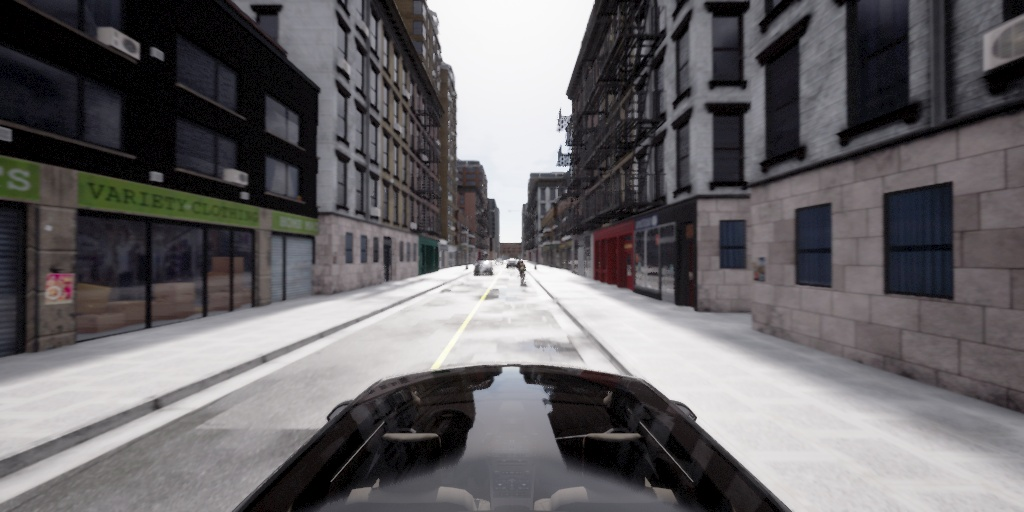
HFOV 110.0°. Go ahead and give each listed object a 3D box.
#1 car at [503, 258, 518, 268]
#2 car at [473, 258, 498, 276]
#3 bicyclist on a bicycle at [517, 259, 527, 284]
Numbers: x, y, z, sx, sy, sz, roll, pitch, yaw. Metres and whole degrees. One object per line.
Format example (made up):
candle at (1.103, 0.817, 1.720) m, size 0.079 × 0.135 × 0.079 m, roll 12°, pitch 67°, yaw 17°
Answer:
car at (0.058, 1.291, 57.483) m, size 1.895 × 1.301 × 4.718 m, roll 0°, pitch 0°, yaw 1°
car at (-2.834, 1.211, 36.517) m, size 2.128 × 1.511 × 4.902 m, roll 0°, pitch 0°, yaw 0°
bicyclist on a bicycle at (0.761, 1.185, 25.106) m, size 0.582 × 1.620 × 1.656 m, roll 0°, pitch 0°, yaw 0°
